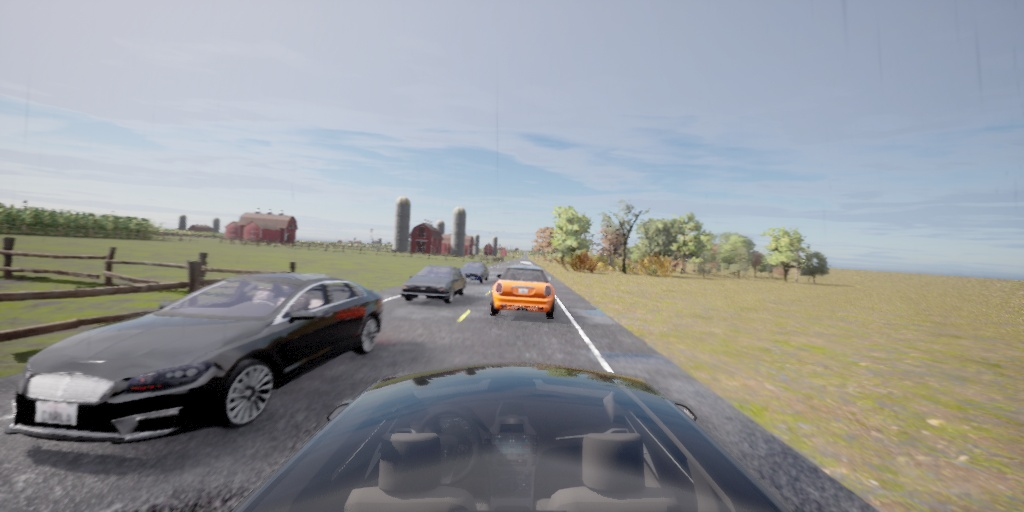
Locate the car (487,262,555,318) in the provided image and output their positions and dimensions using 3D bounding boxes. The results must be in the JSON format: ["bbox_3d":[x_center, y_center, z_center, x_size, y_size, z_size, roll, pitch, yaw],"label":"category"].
[{"bbox_3d":[0.440,1.127,13.502,2.097,1.767,4.553,3,0,2],"label":"car"}]

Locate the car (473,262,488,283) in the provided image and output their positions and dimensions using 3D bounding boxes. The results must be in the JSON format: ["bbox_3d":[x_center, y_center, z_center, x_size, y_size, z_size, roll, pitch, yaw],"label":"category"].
[{"bbox_3d":[-2.752,1.142,26.325,2.033,1.411,5.357,3,0,2],"label":"car"}]

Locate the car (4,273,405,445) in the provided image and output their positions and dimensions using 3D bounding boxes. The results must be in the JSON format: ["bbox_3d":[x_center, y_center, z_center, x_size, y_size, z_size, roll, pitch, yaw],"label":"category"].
[{"bbox_3d":[-3.604,1.040,5.396,2.128,1.511,4.902,3,0,3],"label":"car"}]

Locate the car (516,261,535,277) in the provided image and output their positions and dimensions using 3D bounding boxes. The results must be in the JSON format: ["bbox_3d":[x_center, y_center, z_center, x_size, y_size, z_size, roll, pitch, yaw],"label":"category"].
[{"bbox_3d":[1.405,1.352,38.049,1.812,1.442,4.674,3,0,2],"label":"car"}]

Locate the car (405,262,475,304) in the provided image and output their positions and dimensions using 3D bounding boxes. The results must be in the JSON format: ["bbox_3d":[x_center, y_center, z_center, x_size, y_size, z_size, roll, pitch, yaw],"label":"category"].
[{"bbox_3d":[-3.179,1.119,15.771,2.033,1.411,5.357,3,0,2],"label":"car"}]
